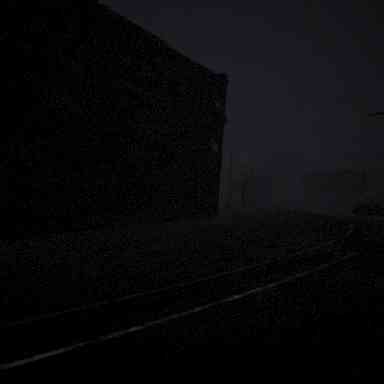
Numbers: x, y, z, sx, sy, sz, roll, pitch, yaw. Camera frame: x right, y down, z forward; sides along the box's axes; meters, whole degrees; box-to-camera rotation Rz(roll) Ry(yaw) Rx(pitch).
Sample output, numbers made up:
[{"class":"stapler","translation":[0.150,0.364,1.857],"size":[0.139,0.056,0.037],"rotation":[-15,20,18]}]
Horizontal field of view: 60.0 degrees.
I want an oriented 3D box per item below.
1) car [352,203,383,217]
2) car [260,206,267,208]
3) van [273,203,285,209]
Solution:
[{"class":"car","translation":[18.852,1.885,33.568],"size":[4.902,1.511,2.128],"rotation":[2,-3,39]},{"class":"car","translation":[12.831,3.343,59.885],"size":[2.002,1.452,4.674],"rotation":[1,-6,18]},{"class":"van","translation":[15.153,3.034,57.950],"size":[1.878,1.987,4.442],"rotation":[2,-5,19]}]
